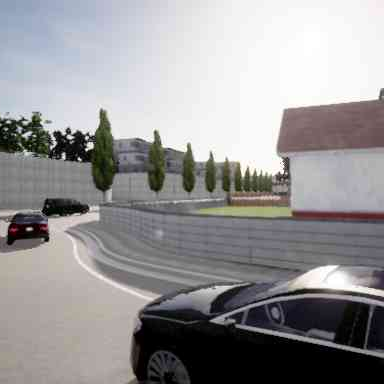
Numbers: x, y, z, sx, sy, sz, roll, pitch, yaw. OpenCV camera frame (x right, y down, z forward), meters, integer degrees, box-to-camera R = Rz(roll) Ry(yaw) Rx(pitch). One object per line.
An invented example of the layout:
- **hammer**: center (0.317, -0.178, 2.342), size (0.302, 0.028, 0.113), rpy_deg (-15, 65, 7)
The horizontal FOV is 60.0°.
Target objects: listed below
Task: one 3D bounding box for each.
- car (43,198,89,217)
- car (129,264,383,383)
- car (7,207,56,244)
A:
- **car**: center (-13.945, 1.661, 37.011), size (2.150, 2.045, 5.566), rpy_deg (-1, -1, 22)
- **car**: center (1.474, 1.505, 3.238), size (4.902, 1.511, 2.128), rpy_deg (-1, -1, 36)
- **car**: center (-8.541, 1.772, 17.361), size (2.033, 1.411, 5.357), rpy_deg (0, -1, -27)
